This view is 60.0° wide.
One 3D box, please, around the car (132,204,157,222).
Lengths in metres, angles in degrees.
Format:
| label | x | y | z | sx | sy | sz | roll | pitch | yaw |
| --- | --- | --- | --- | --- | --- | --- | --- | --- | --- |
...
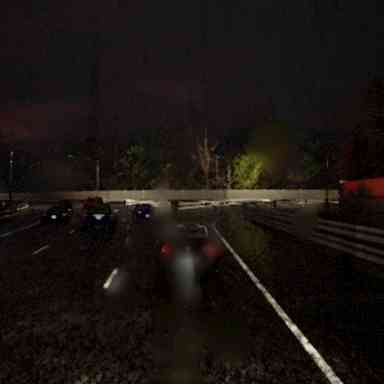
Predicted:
| label | x | y | z | sx | sy | sz | roll | pitch | yaw |
| --- | --- | --- | --- | --- | --- | --- | --- | --- | --- |
| car | -4.252 | 1.793 | 29.517 | 1.812 | 1.442 | 4.674 | 0 | -1 | -15 |

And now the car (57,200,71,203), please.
| label | x | y | z | sx | sy | sz | roll | pitch | yaw |
| --- | --- | --- | --- | --- | --- | --- | --- | --- | --- |
| car | -16.847 | 1.789 | 43.647 | 2.097 | 1.767 | 4.553 | 0 | 0 | -24 |

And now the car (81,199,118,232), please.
| label | x | y | z | sx | sy | sz | roll | pitch | yaw |
| --- | --- | --- | --- | --- | --- | --- | --- | --- | --- |
| car | -6.002 | 1.562 | 21.926 | 2.097 | 1.767 | 4.553 | 0 | 0 | -12 |

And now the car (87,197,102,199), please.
| label | x | y | z | sx | sy | sz | roll | pitch | yaw |
| --- | --- | --- | --- | --- | --- | --- | --- | --- | --- |
| car | -12.638 | 1.634 | 42.831 | 2.150 | 2.045 | 5.566 | 0 | -1 | -23 |

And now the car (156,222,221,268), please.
| label | x | y | z | sx | sy | sz | roll | pitch | yaw |
| --- | --- | --- | --- | --- | --- | --- | --- | --- | --- |
| car | -0.132 | 1.701 | 11.656 | 1.895 | 1.301 | 4.718 | 0 | 0 | -1 |

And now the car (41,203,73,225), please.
| label | x | y | z | sx | sy | sz | roll | pitch | yaw |
| --- | --- | --- | --- | --- | --- | --- | --- | --- | --- |
| car | -10.724 | 1.832 | 26.555 | 1.994 | 1.385 | 4.181 | 0 | -1 | -15 |
